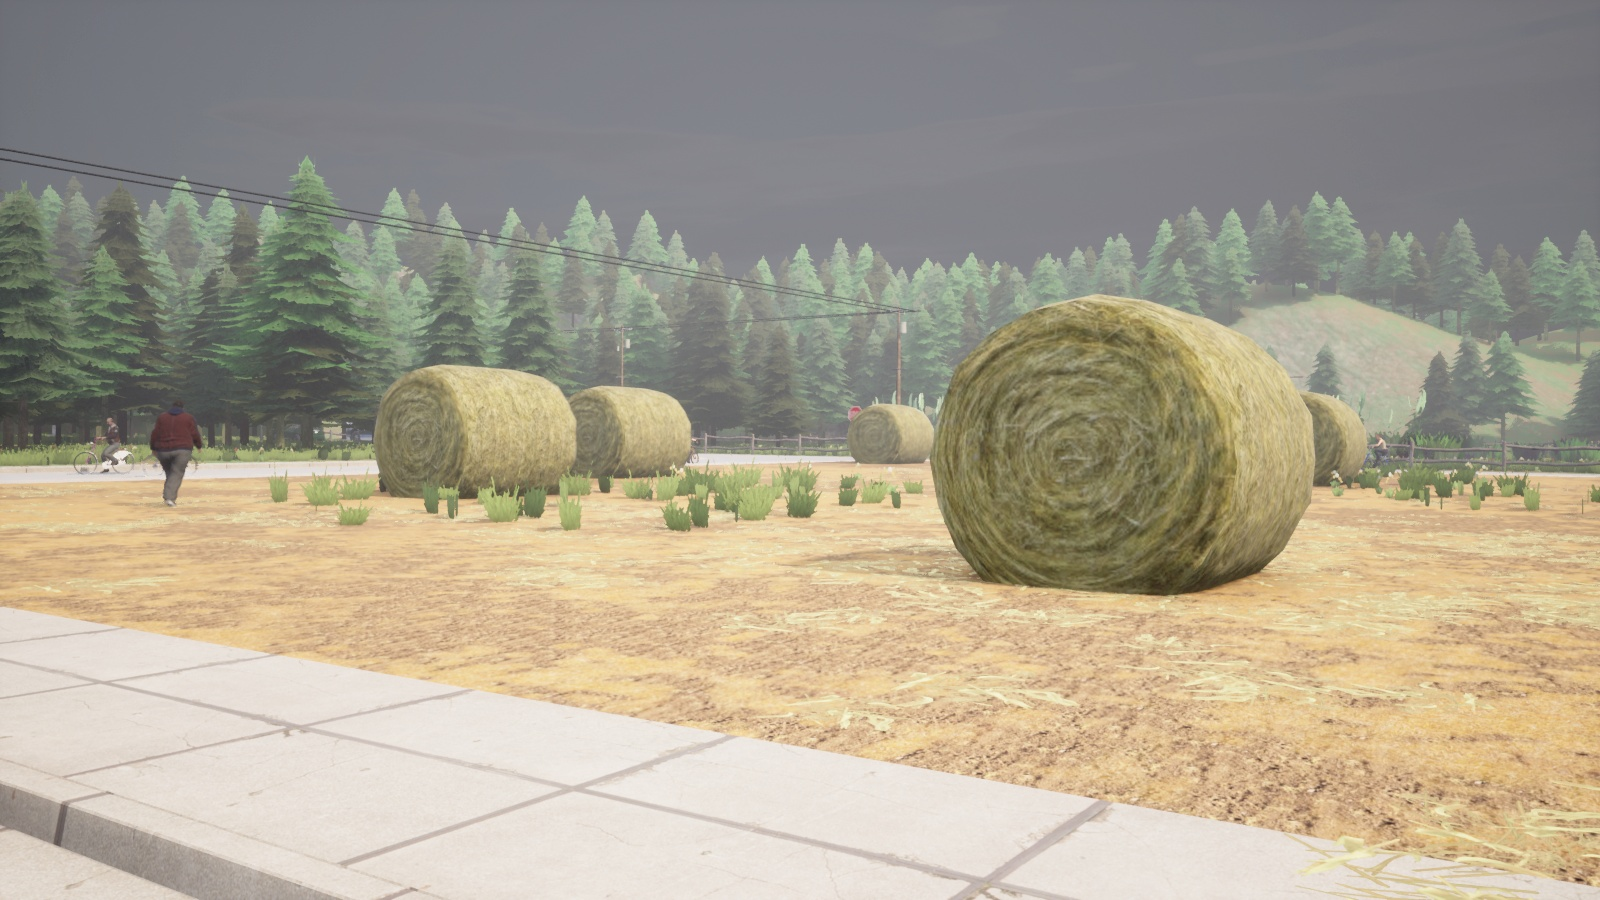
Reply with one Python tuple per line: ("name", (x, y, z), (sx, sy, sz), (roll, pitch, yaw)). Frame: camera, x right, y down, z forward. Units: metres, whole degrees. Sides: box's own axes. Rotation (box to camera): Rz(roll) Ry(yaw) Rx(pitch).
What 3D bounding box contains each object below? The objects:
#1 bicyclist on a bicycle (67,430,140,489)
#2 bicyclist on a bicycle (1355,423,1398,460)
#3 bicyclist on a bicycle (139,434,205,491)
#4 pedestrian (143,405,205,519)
("bicyclist on a bicycle", (-21.509, 0.277, 38.810), (0.659, 1.776, 1.843), (0, 1, 35))
("bicyclist on a bicycle", (25.113, -0.366, 54.716), (1.509, 1.612, 0.866), (0, 1, 38))
("bicyclist on a bicycle", (-18.500, 0.357, 37.011), (0.582, 1.620, 1.656), (0, 1, 35))
("pedestrian", (-10.356, 0.184, 20.797), (0.634, 1.844, 0.899), (-1, 1, -7))
